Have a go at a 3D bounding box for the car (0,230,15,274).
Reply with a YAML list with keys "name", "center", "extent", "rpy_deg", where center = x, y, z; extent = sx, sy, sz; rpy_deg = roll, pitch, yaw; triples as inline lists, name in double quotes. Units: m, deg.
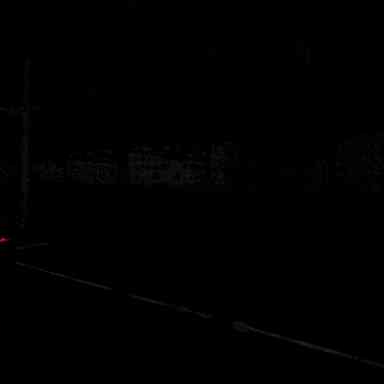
- name: "car"
  center: [-6.467, 1.278, 8.549]
  extent: [4.902, 1.511, 2.128]
  rpy_deg: [2, 1, 35]
